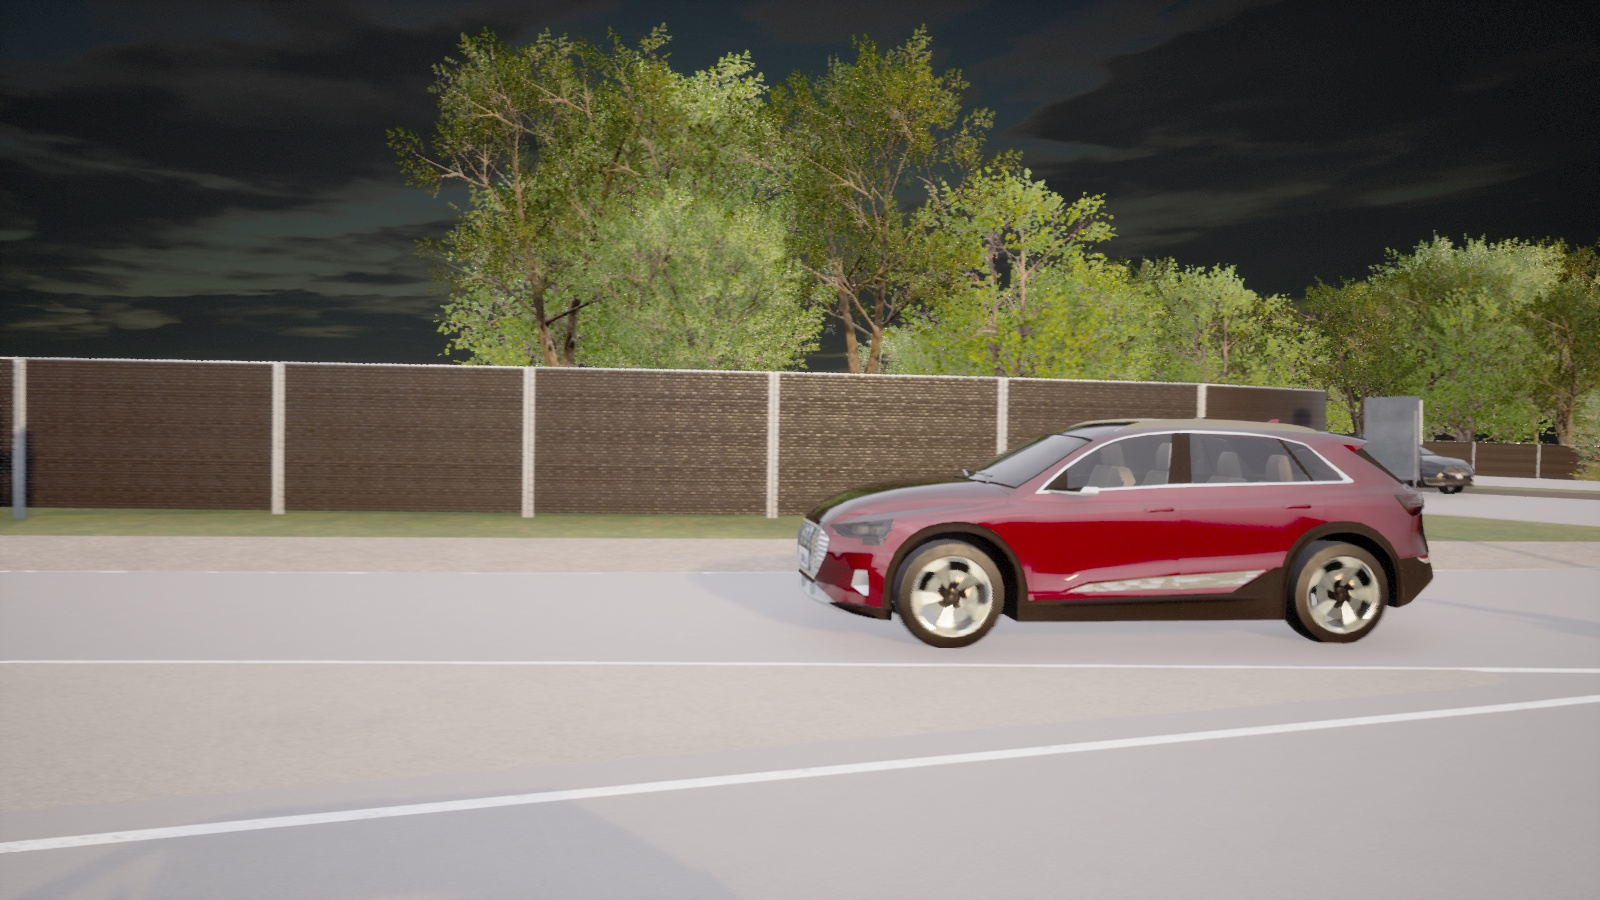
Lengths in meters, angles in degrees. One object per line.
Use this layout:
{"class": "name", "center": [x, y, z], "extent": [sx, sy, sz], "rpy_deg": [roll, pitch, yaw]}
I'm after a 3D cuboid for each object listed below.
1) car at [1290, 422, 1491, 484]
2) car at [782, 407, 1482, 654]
{"class": "car", "center": [15.538, 0.069, 33.395], "extent": [1.837, 1.490, 4.892], "rpy_deg": [-2, 0, -21]}
{"class": "car", "center": [2.410, 0.503, 9.798], "extent": [4.856, 1.649, 2.033], "rpy_deg": [0, 1, -9]}
